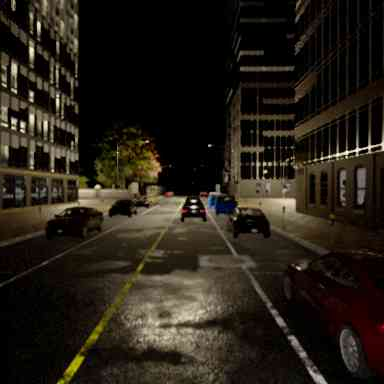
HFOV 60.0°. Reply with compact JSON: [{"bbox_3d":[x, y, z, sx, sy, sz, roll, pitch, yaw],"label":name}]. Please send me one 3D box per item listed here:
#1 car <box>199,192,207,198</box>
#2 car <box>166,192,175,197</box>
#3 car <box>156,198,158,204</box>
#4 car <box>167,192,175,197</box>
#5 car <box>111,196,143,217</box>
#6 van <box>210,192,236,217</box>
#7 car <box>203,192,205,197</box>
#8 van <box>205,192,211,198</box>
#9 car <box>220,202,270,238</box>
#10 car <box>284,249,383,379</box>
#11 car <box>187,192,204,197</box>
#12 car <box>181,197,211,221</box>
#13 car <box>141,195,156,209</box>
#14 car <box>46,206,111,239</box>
[{"bbox_3d":[2.752,0.674,83.164,1.947,1.339,4.313,0,1,0],"label":"car"},{"bbox_3d":[-5.629,0.653,83.167,1.887,1.381,4.507,0,1,0],"label":"car"},{"bbox_3d":[-5.783,1.066,46.599,1.752,1.417,4.829,0,1,0],"label":"car"},{"bbox_3d":[-5.625,0.592,88.850,2.008,1.369,4.403,0,1,0],"label":"car"},{"bbox_3d":[-5.669,1.323,27.970,1.947,1.339,4.313,0,1,0],"label":"car"},{"bbox_3d":[2.714,1.098,27.963,1.690,1.788,3.998,0,1,0],"label":"van"},{"bbox_3d":[2.749,0.615,77.483,1.967,1.590,4.097,0,1,0],"label":"car"},{"bbox_3d":[2.803,0.966,39.359,1.690,1.788,3.998,0,1,0],"label":"van"},{"bbox_3d":[2.703,1.421,16.560,2.008,1.369,4.403,0,1,0],"label":"car"},{"bbox_3d":[2.694,1.543,5.159,1.802,1.307,4.206,0,0,0],"label":"car"},{"bbox_3d":[0.130,1.087,40.740,1.882,1.535,5.008,0,1,0],"label":"car"},{"bbox_3d":[0.118,1.335,25.058,2.033,1.411,5.357,0,0,0],"label":"car"},{"bbox_3d":[-5.740,1.191,39.366,1.947,1.339,4.313,0,1,0],"label":"car"},{"bbox_3d":[-5.678,1.415,16.566,1.887,1.381,4.507,0,0,0],"label":"car"}]
